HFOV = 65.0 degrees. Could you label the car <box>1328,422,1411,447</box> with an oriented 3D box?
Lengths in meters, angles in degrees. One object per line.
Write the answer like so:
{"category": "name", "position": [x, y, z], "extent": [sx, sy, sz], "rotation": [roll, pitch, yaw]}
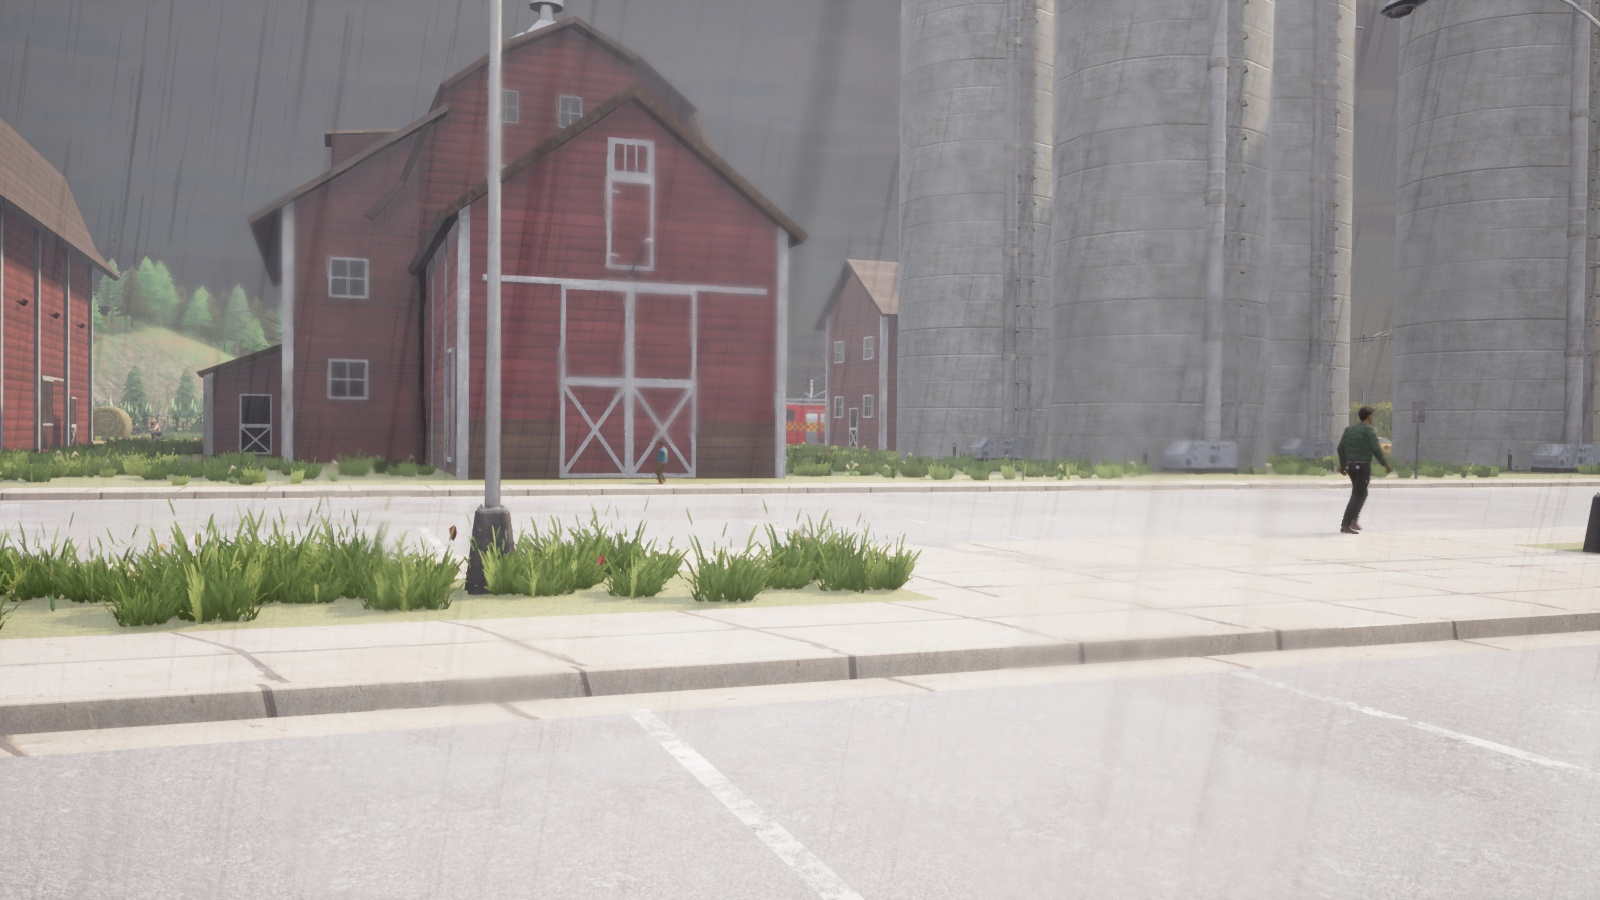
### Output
{"category": "car", "position": [37.977, -1.038, 83.901], "extent": [1.801, 1.575, 5.366], "rotation": [-1, 1, -20]}

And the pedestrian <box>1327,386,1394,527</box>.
{"category": "pedestrian", "position": [7.893, 0.080, 17.677], "extent": [0.788, 1.949, 0.423], "rotation": [-1, 1, -22]}

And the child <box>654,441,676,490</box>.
{"category": "child", "position": [-3.323, 0.366, 30.930], "extent": [0.448, 1.192, 0.343], "rotation": [-1, 1, -21]}

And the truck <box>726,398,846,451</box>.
{"category": "truck", "position": [-1.062, -1.916, 94.309], "extent": [8.468, 3.827, 2.891], "rotation": [-1, 1, -21]}
